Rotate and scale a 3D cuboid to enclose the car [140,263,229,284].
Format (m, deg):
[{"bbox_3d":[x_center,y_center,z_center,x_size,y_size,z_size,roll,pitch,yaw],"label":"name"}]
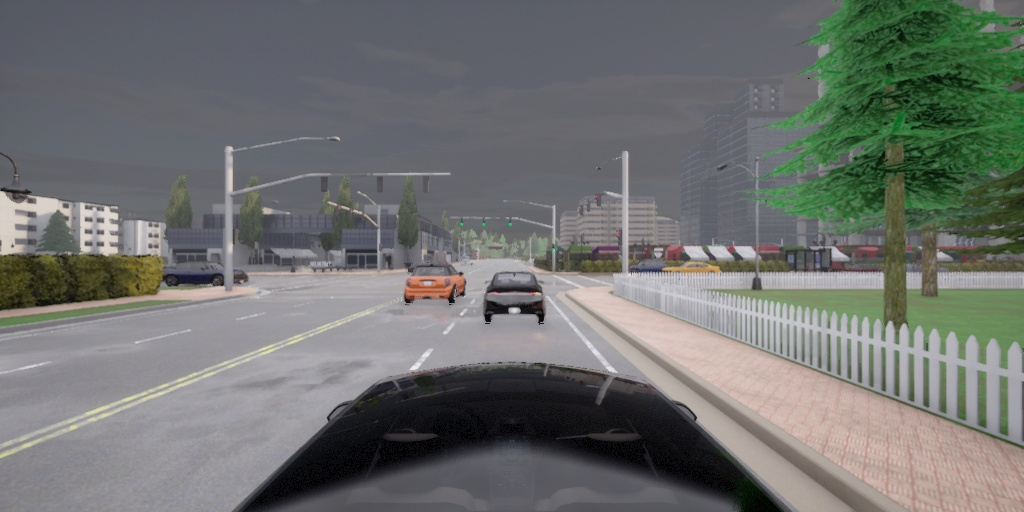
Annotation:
[{"bbox_3d":[-25.371,1.313,27.912,4.902,1.511,2.128,0,0,-2],"label":"car"}]

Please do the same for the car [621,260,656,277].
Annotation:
[{"bbox_3d":[13.310,1.196,35.960,4.553,1.767,2.097,0,0,-1],"label":"car"}]

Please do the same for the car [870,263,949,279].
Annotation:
[{"bbox_3d":[36.890,1.383,33.031,5.357,1.411,2.033,0,0,-1],"label":"car"}]

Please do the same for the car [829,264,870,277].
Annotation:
[{"bbox_3d":[35.304,1.445,36.496,4.718,1.301,1.895,0,0,-1],"label":"car"}]

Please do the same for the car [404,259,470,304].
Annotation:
[{"bbox_3d":[-3.405,1.143,16.647,2.097,1.767,4.553,0,0,0],"label":"car"}]

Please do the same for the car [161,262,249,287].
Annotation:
[{"bbox_3d":[-20.718,1.166,24.524,4.553,1.767,2.097,0,0,0],"label":"car"}]

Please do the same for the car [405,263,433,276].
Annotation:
[{"bbox_3d":[-10.492,1.478,40.801,1.895,1.301,4.718,0,0,0],"label":"car"}]

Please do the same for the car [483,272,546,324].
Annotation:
[{"bbox_3d":[0.081,1.270,12.187,2.128,1.511,4.902,0,0,0],"label":"car"}]

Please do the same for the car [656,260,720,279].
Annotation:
[{"bbox_3d":[16.146,1.311,32.530,5.008,1.535,1.882,0,0,-1],"label":"car"}]
